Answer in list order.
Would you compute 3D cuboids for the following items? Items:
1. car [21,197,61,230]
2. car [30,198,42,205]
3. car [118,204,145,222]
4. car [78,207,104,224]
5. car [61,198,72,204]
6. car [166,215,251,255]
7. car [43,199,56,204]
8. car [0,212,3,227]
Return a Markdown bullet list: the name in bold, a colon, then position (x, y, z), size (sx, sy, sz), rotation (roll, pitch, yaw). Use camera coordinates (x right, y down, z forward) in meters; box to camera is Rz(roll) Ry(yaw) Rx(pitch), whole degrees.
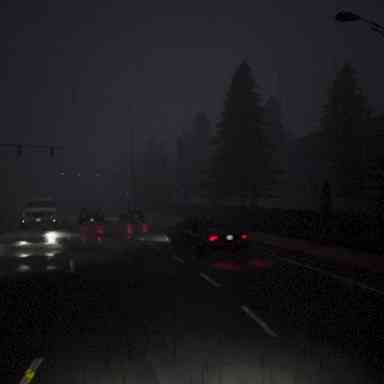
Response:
- **car**: position (-10.771, 1.465, 23.819), size (2.150, 2.045, 5.566), rotation (0, -1, -21)
- **car**: position (-38.975, 2.350, 82.895), size (1.812, 1.442, 4.674), rotation (0, -1, -36)
- **car**: position (-5.402, 1.821, 29.439), size (1.812, 1.442, 4.674), rotation (0, 0, -21)
- **car**: position (-8.446, 1.878, 27.583), size (1.895, 1.301, 4.718), rotation (0, -1, -21)
- **car**: position (-34.682, 2.422, 88.670), size (2.033, 1.411, 5.357), rotation (1, -1, -43)
- **car**: position (0.458, 1.691, 14.161), size (2.033, 1.411, 5.357), rotation (0, -1, -21)
- **car**: position (-36.700, 2.406, 85.660), size (1.994, 1.385, 4.181), rotation (0, -1, -40)
- **car**: position (-13.701, 1.709, 21.657), size (2.128, 1.511, 4.902), rotation (0, -1, -21)
